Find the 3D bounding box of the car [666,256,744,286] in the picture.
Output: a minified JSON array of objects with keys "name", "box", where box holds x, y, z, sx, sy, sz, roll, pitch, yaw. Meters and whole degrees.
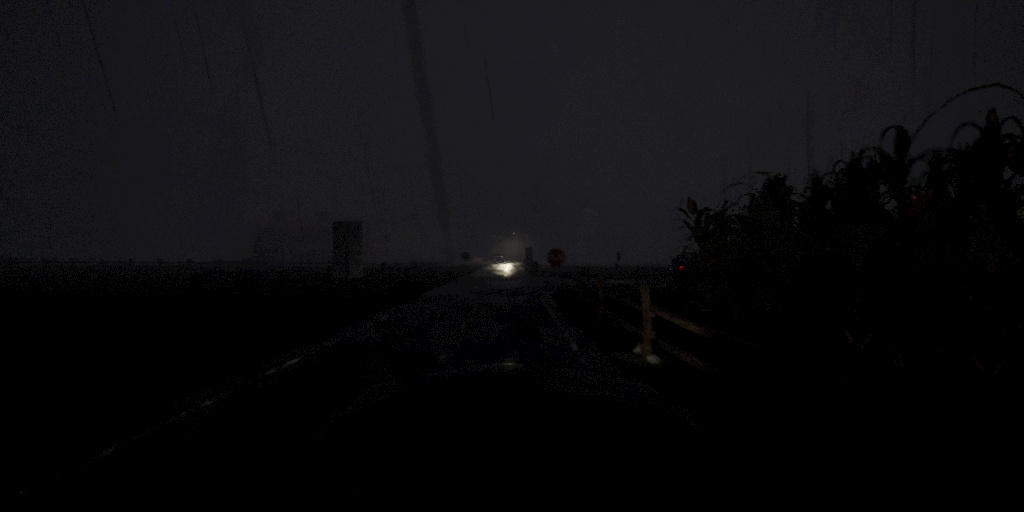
[{"name":"car","box":[13.987,1.015,25.553,5.566,2.045,2.150,0,1,0]}]
